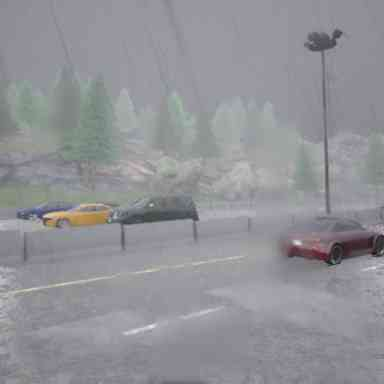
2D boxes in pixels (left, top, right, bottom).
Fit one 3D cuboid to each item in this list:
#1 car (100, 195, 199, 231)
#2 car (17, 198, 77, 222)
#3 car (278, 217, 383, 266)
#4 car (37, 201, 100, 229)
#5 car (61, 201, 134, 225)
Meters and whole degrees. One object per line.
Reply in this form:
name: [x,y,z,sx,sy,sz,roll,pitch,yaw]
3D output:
car: [-2.191,1.220,19.632,5.566,2.045,2.150,0,0,-36]
car: [-11.015,1.479,26.232,5.008,1.535,1.882,0,0,-36]
car: [4.941,1.558,11.580,4.181,1.385,1.994,0,0,-36]
car: [-6.611,1.476,20.776,5.008,1.535,1.882,0,0,-36]
car: [-6.957,1.505,24.829,4.892,1.490,1.837,0,0,-36]
